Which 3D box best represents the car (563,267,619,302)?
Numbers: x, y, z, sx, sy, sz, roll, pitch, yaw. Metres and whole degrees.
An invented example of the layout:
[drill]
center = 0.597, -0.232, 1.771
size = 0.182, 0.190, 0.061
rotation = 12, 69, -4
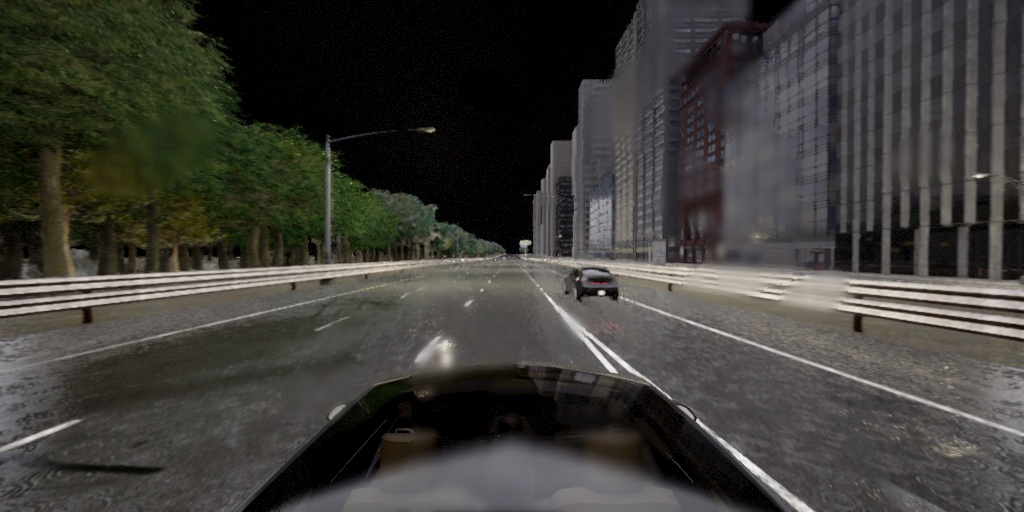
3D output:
[car]
center = 3.644, 1.277, 17.153
size = 1.837, 1.490, 4.892
rotation = 0, 0, -1
